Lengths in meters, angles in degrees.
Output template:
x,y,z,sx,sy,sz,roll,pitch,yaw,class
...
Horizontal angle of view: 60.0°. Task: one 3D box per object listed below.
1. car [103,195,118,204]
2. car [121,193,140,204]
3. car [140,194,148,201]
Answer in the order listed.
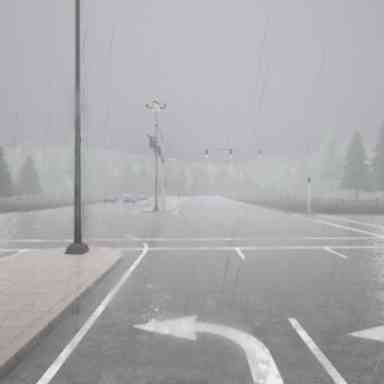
x,y,z,sx,sy,sz,roll,pitch,yaw,class
-15.005,1.369,61.576,1.882,1.535,5.008,0,0,0,car
-11.508,1.455,61.614,1.994,1.385,4.181,0,0,1,car
-11.451,1.337,77.754,1.882,1.535,5.008,0,0,0,car
